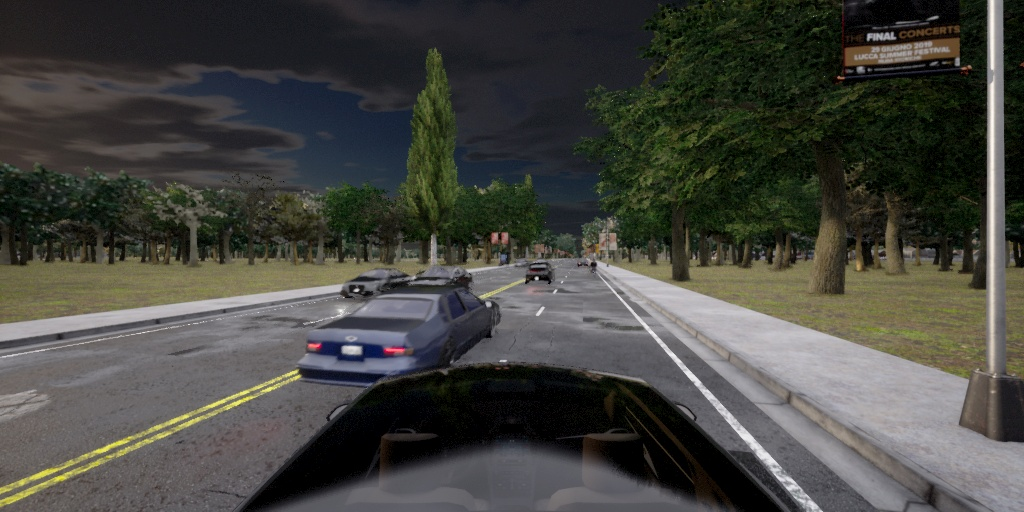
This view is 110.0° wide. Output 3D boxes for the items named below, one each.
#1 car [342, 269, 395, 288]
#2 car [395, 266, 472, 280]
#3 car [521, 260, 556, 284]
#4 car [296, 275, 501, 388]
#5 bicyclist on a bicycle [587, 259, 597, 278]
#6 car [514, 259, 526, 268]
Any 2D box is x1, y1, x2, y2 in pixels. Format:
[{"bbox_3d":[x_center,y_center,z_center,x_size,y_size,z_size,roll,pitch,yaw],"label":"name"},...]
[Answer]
[{"bbox_3d":[-6.438,1.314,17.658,1.994,1.385,4.181,0,0,11],"label":"car"},{"bbox_3d":[-3.244,1.242,17.058,2.128,1.511,4.902,0,0,11],"label":"car"},{"bbox_3d":[2.175,1.256,26.857,1.837,1.490,4.892,0,0,11],"label":"car"},{"bbox_3d":[-1.640,1.297,7.216,2.033,1.411,5.357,0,0,11],"label":"car"},{"bbox_3d":[7.302,1.122,32.047,0.659,1.776,1.843,0,0,11],"label":"bicyclist on a bicycle"},{"bbox_3d":[1.540,1.245,58.662,2.128,1.511,4.902,0,0,11],"label":"car"}]
